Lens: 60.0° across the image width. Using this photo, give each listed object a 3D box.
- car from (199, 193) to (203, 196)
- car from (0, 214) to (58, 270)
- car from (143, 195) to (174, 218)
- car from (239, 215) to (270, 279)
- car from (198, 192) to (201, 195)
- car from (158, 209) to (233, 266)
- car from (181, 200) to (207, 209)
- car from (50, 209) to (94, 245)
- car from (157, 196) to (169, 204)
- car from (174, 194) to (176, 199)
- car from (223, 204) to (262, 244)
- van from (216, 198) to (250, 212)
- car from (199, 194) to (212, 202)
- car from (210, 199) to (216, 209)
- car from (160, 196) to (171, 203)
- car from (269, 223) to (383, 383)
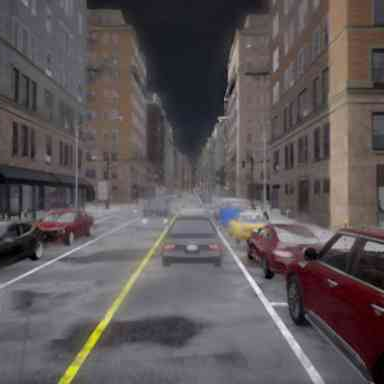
[{"bbox_3d":[3.017,1.462,69.906,1.887,1.381,4.507,1,0,1],"label":"car"},{"bbox_3d":[-5.857,1.556,9.690,1.947,1.339,4.313,1,0,0],"label":"car"},{"bbox_3d":[-3.066,1.319,29.479,2.097,1.767,4.553,0,0,0],"label":"car"},{"bbox_3d":[2.669,1.572,9.691,1.802,1.307,4.206,1,0,0],"label":"car"},{"bbox_3d":[3.286,1.452,92.027,1.947,1.339,4.313,1,0,1],"label":"car"},{"bbox_3d":[0.020,1.536,11.421,2.033,1.411,5.357,0,0,1],"label":"car"},{"bbox_3d":[0.024,1.571,27.960,1.895,1.301,4.718,0,0,0],"label":"car"},{"bbox_3d":[-5.860,1.528,15.362,1.887,1.381,4.507,1,0,0],"label":"car"},{"bbox_3d":[-5.575,1.508,64.475,1.802,1.307,4.206,1,0,1],"label":"car"},{"bbox_3d":[-5.440,1.462,75.533,2.008,1.369,4.403,1,0,1],"label":"car"},{"bbox_3d":[2.666,1.509,15.535,1.752,1.417,4.829,1,0,0],"label":"car"},{"bbox_3d":[2.665,1.319,21.038,1.690,1.788,3.998,1,0,0],"label":"van"},{"bbox_3d":[2.950,1.491,64.376,1.947,1.339,4.313,1,0,1],"label":"car"},{"bbox_3d":[2.659,1.496,26.882,1.752,1.417,4.829,1,0,0],"label":"car"},{"bbox_3d":[-5.508,1.484,70.004,1.947,1.339,4.313,1,0,1],"label":"car"},{"bbox_3d":[2.675,1.311,4.018,2.192,1.841,5.009,1,0,0],"label":"car"}]
